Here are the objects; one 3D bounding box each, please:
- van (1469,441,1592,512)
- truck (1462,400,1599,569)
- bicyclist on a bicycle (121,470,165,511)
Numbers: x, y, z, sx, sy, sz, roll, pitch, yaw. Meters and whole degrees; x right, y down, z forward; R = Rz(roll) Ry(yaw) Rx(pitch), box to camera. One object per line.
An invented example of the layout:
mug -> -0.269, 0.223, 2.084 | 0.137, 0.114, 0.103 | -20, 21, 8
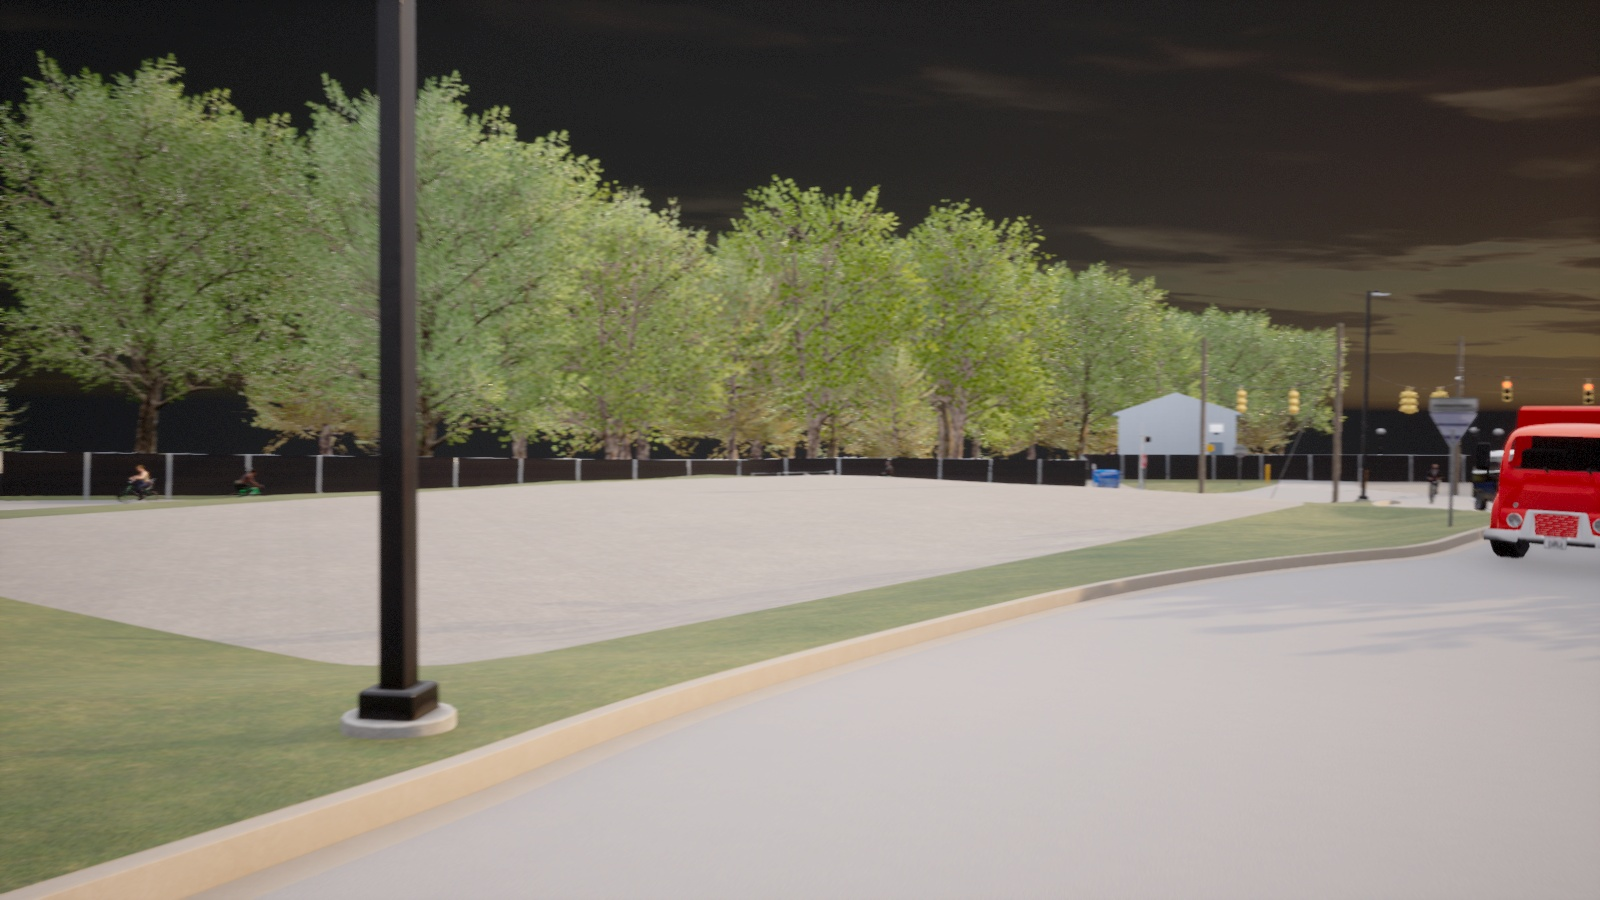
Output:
van -> 22.328, 0.836, 38.591 | 2.069, 2.038, 4.480 | 1, -2, 14
truck -> 13.206, 0.422, 20.698 | 2.627, 2.467, 5.204 | 3, 4, 44
bicyclist on a bicycle -> -27.267, 1.665, 52.124 | 1.509, 1.612, 0.866 | 0, 2, -35
